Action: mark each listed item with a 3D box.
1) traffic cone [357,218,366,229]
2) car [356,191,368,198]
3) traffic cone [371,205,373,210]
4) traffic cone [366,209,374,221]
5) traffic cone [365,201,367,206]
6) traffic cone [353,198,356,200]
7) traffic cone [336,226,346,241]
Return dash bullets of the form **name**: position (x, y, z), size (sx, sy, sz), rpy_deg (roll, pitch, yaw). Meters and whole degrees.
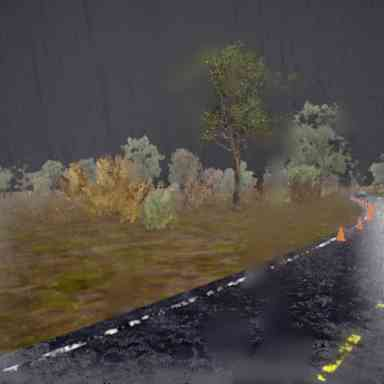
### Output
- **traffic cone**: position (9.187, 1.697, 18.222), size (0.340, 0.580, 0.340), rpy_deg (0, 1, 34)
- **car**: position (36.783, 0.489, 72.201), size (1.882, 1.535, 5.008), rpy_deg (0, 0, 20)
- **traffic cone**: position (14.346, 1.570, 26.535), size (0.340, 0.580, 0.340), rpy_deg (0, 0, 30)
- **traffic cone**: position (11.849, 1.633, 22.327), size (0.340, 0.580, 0.340), rpy_deg (0, 1, 32)
- **traffic cone**: position (18.833, 1.450, 35.229), size (0.340, 0.580, 0.340), rpy_deg (-1, 0, 25)
- **traffic cone**: position (26.578, 1.225, 53.542), size (0.340, 0.580, 0.340), rpy_deg (-1, 0, 23)
- **traffic cone**: position (6.366, 1.763, 14.225), size (0.340, 0.580, 0.340), rpy_deg (0, 1, 36)
